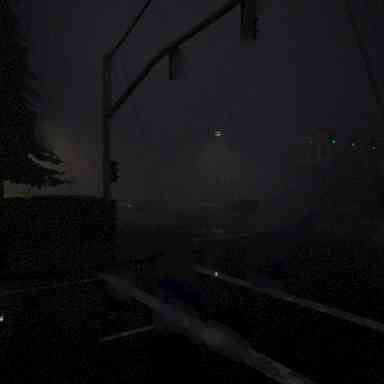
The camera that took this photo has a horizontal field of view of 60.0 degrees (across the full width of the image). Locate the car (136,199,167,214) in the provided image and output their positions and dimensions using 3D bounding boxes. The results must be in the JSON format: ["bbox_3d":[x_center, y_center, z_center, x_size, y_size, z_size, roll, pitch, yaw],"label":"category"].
[{"bbox_3d":[-4.525,1.522,35.827,1.812,1.442,4.674,0,0,-36],"label":"car"}]

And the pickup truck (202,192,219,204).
[{"bbox_3d":[3.194,1.051,59.557,2.390,2.098,6.274,0,0,-6],"label":"pickup truck"}]

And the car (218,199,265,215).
[{"bbox_3d":[5.271,1.499,34.402,1.837,1.490,4.892,0,0,-36],"label":"car"}]

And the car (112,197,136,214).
[{"bbox_3d":[-8.146,1.349,34.829,2.097,1.767,4.553,0,0,-36],"label":"car"}]
